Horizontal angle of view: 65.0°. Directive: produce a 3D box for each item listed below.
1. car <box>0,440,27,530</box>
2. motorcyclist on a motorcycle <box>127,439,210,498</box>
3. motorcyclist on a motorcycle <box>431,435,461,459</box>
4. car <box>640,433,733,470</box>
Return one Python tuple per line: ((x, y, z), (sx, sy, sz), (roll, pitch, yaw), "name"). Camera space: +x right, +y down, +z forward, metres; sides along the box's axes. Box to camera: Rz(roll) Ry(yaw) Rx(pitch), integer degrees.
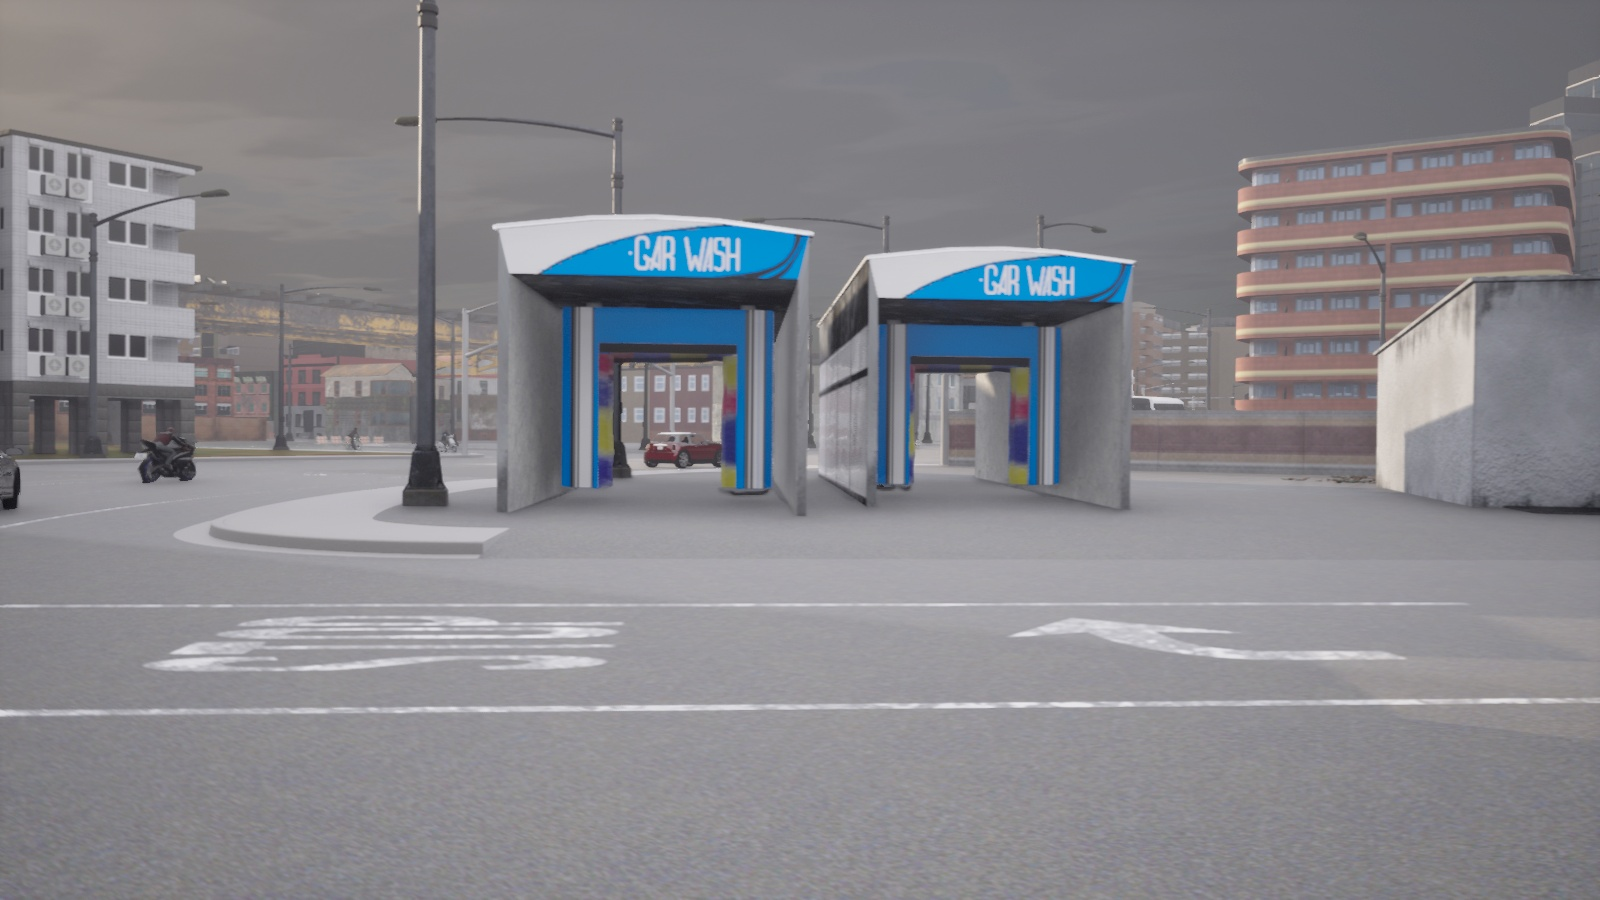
((-14.377, 0.586, 21.017), (1.837, 1.490, 4.892), (0, 1, -24), "car")
((-17.065, 0.470, 33.991), (0.866, 1.530, 2.191), (0, 1, 9), "motorcyclist on a motorcycle")
((-23.203, -0.192, 82.381), (1.817, 1.590, 0.866), (0, 1, 31), "motorcyclist on a motorcycle")
((-4.746, 0.047, 52.822), (1.970, 1.475, 3.806), (0, 1, 32), "car")
